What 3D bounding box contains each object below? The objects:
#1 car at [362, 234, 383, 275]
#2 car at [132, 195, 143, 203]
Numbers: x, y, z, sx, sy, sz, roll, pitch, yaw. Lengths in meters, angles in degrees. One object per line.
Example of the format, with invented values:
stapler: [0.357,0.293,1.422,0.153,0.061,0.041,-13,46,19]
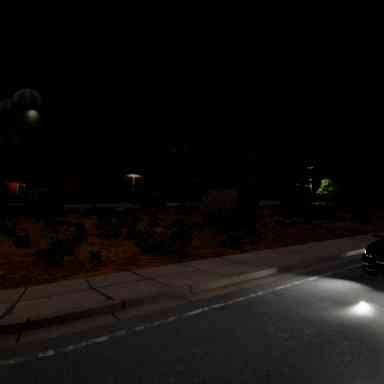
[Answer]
car: [6.870,1.681,9.975,4.892,1.490,1.837,1,-1,-40]
car: [-12.323,1.691,75.892,1.905,1.878,3.866,7,2,3]
